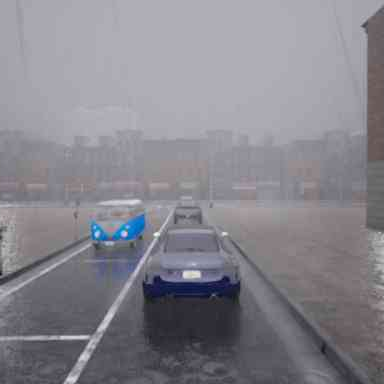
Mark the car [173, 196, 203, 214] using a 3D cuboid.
[{"bbox_3d":[-0.269,1.251,22.823,2.128,1.511,4.902,0,1,-1],"label":"car"}]

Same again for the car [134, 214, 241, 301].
[{"bbox_3d":[-0.024,1.474,8.144,1.994,1.385,4.181,0,0,-1],"label":"car"}]

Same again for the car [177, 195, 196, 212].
[{"bbox_3d":[-0.512,1.145,34.643,1.837,1.490,4.892,0,1,1],"label":"car"}]

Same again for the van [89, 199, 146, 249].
[{"bbox_3d":[-2.856,1.207,13.436,1.690,1.788,3.998,-1,1,-1],"label":"van"}]
